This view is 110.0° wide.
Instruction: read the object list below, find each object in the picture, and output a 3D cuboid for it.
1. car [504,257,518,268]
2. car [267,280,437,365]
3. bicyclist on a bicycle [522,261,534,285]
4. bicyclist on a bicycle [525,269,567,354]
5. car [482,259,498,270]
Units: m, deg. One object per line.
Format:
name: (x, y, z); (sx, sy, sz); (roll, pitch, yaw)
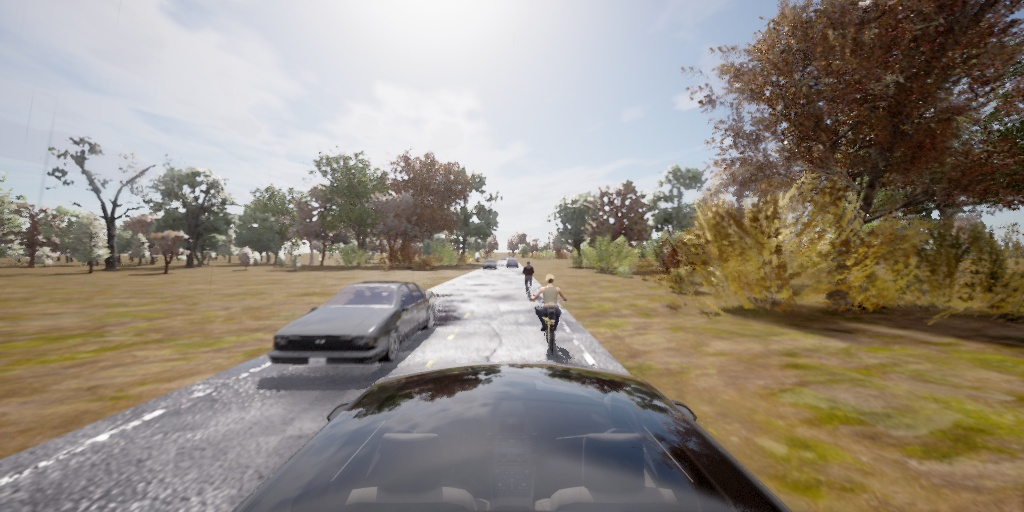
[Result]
car: (0.085, 1.277, 61.578); (1.994, 1.385, 4.181); (0, 0, 0)
car: (-3.099, 1.297, 8.382); (2.033, 1.411, 5.357); (0, 0, 0)
bicyclist on a bicycle: (0.823, 1.119, 18.024); (0.659, 1.776, 1.843); (0, 0, 0)
bicyclist on a bicycle: (0.804, 1.187, 7.767); (0.866, 1.612, 1.509); (0, 0, 0)
car: (-3.101, 1.230, 50.869); (1.837, 1.490, 4.892); (0, 0, 0)
